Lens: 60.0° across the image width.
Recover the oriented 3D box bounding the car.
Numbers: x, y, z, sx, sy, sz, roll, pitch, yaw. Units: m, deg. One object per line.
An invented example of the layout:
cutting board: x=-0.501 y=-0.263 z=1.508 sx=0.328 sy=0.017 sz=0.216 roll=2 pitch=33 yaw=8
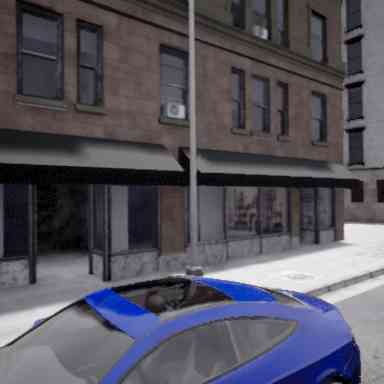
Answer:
car: x=-0.435 y=1.567 z=2.732 sx=4.674 sy=1.442 sz=1.812 roll=0 pitch=-1 yaw=-35
